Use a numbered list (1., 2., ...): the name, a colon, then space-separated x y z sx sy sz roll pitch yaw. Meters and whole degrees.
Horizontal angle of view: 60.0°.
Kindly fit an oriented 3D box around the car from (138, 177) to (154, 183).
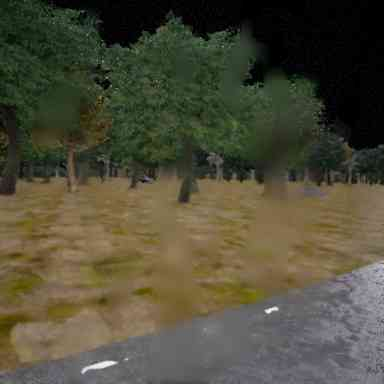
1. car: -12.074 -2.955 84.720 5.566 2.045 2.150 4 2 34
